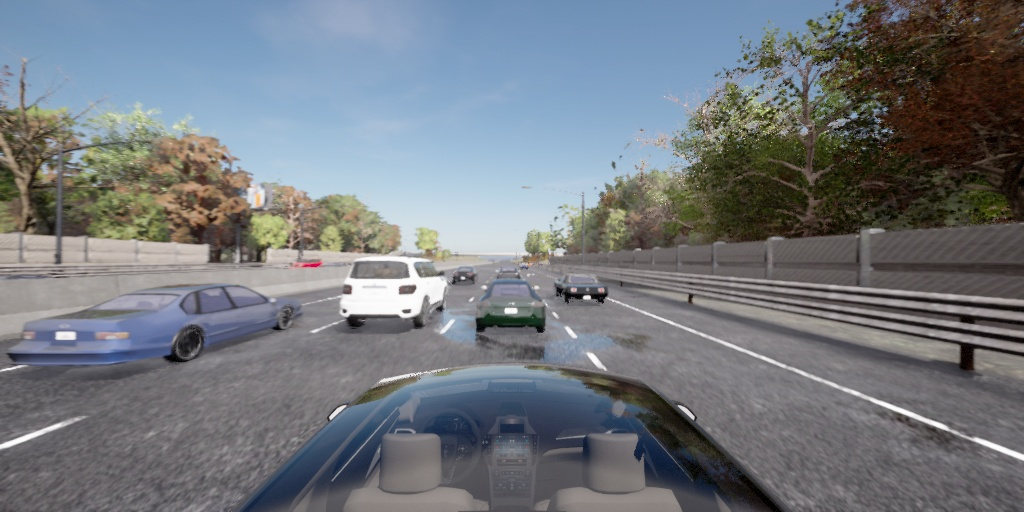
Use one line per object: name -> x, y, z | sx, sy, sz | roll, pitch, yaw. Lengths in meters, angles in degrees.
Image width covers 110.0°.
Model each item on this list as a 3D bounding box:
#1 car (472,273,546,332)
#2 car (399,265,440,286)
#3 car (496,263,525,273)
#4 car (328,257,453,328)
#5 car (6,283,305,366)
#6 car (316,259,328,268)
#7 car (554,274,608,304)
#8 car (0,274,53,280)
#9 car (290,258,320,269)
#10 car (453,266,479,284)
car -> -0.055, 1.418, 11.351 | 1.994, 1.385, 4.181 | 0, -1, -1
car -> -7.303, 1.491, 28.826 | 2.128, 1.511, 4.902 | 0, -1, -1
car -> -0.302, 1.537, 28.928 | 2.128, 1.511, 4.902 | 0, -1, -1
car -> -3.562, 1.059, 11.870 | 2.150, 2.045, 5.566 | 0, -1, -1
car -> -7.012, 1.322, 8.115 | 2.033, 1.411, 5.357 | 0, -1, -1
car -> -25.282, 1.630, 51.258 | 2.128, 1.511, 4.902 | 0, -1, 0
car -> 3.252, 1.546, 17.876 | 1.895, 1.301, 4.718 | 0, -1, -1
car -> -17.771, 1.318, 12.446 | 1.994, 1.385, 4.181 | 0, -1, -1
car -> -28.757, 1.327, 50.483 | 2.150, 2.045, 5.566 | 0, 0, 0
car -> -3.835, 1.561, 30.059 | 1.812, 1.442, 4.674 | 0, -1, -1
